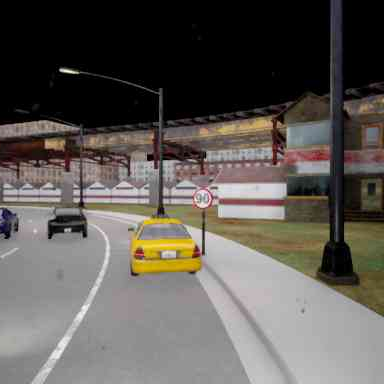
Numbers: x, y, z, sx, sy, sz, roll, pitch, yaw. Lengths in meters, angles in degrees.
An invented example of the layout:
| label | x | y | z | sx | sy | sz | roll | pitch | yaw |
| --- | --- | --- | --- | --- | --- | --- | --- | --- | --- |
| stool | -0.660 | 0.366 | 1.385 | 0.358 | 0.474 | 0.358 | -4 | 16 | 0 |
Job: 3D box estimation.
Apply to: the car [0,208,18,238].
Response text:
| label | x | y | z | sx | sy | sz | roll | pitch | yaw |
| --- | --- | --- | --- | --- | --- | --- | --- | --- | --- |
| car | -10.167 | 1.525 | 17.153 | 1.812 | 1.442 | 4.674 | 0 | 0 | -22 |

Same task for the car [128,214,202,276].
| label | x | y | z | sx | sy | sz | roll | pitch | yaw |
| --- | --- | --- | --- | --- | --- | --- | --- | --- | --- |
| car | -1.018 | 1.457 | 10.389 | 1.801 | 1.575 | 5.366 | 0 | 0 | -11 |

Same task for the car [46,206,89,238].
| label | x | y | z | sx | sy | sz | roll | pitch | yaw |
| --- | --- | --- | --- | --- | --- | --- | --- | --- | --- |
| car | -6.682 | 1.507 | 17.875 | 1.837 | 1.490 | 4.892 | 0 | 1 | -21 |
